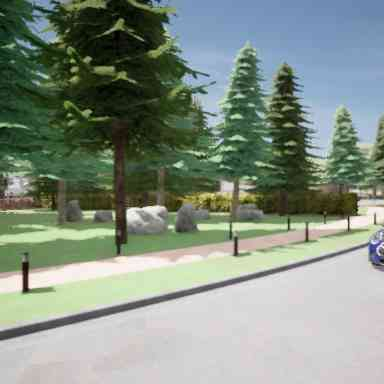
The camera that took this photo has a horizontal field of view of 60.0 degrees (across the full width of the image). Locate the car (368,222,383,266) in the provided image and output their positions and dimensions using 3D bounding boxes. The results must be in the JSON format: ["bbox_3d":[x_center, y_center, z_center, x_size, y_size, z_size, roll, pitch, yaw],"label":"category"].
[{"bbox_3d":[7.313,1.349,10.467,4.553,1.767,2.097,0,0,-44],"label":"car"}]
